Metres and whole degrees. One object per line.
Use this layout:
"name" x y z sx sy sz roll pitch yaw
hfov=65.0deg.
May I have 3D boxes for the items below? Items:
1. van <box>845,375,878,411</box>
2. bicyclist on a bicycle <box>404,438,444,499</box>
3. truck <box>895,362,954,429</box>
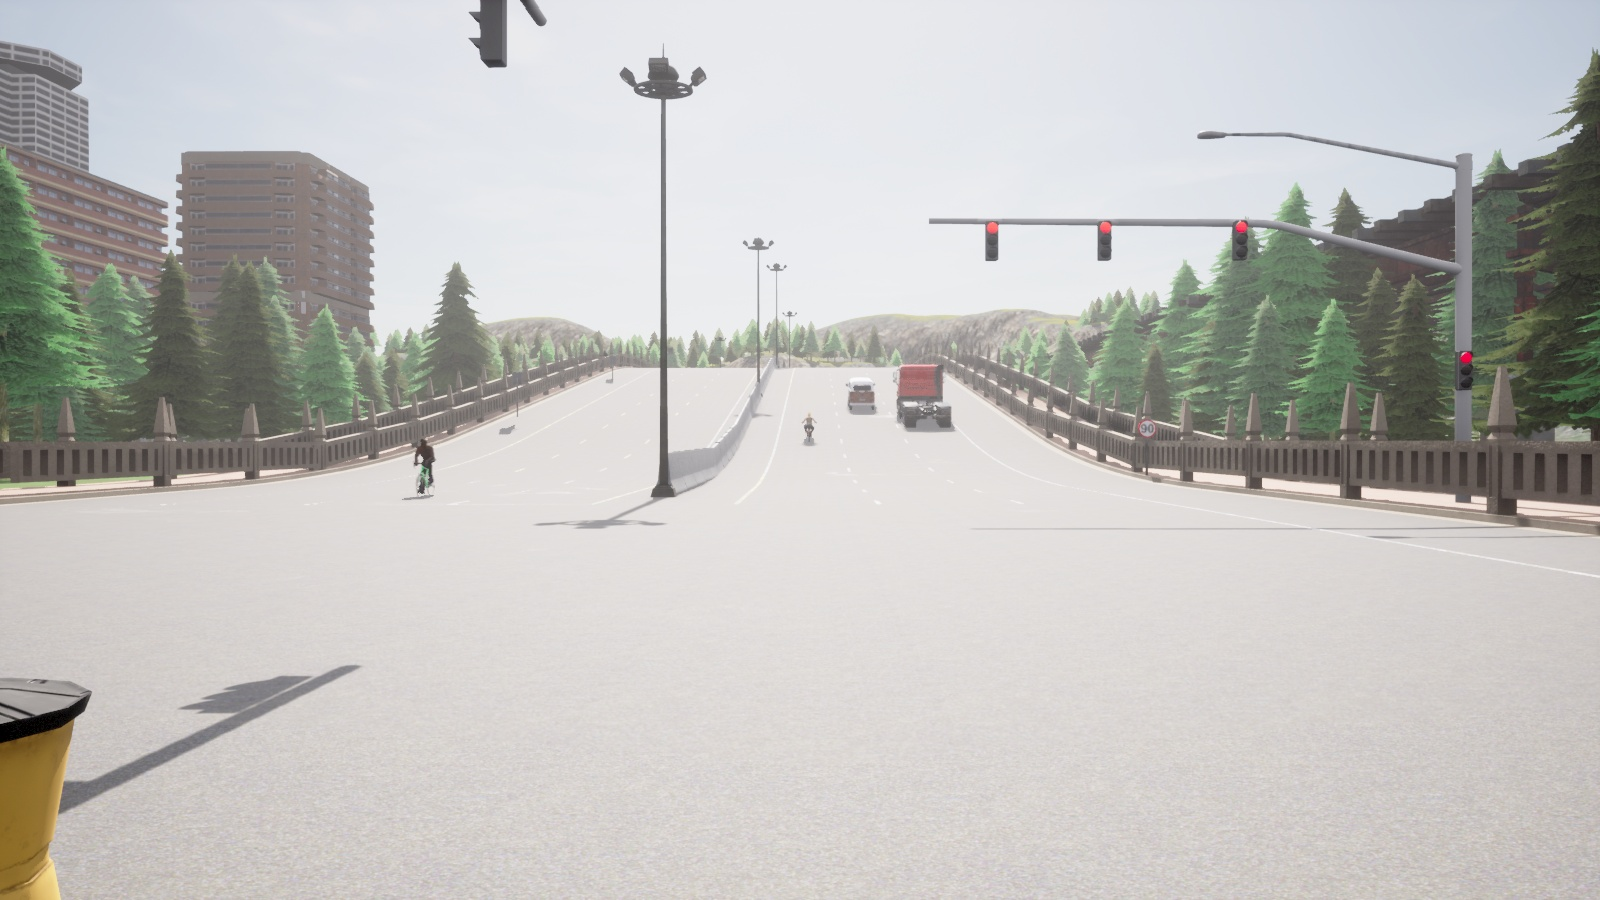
"van" 4.216 -3.974 86.839 2.069 2.038 4.480 0 8 1
"bicyclist on a bicycle" -10.287 0.494 34.419 0.582 1.620 1.656 0 1 0
"truck" 7.611 -3.462 77.601 2.891 3.462 7.936 0 8 1
